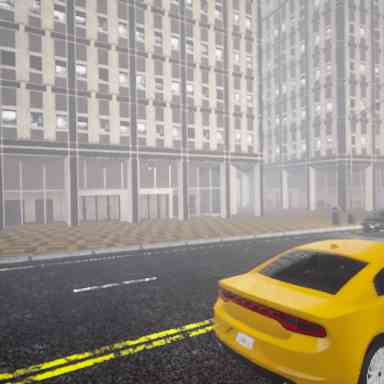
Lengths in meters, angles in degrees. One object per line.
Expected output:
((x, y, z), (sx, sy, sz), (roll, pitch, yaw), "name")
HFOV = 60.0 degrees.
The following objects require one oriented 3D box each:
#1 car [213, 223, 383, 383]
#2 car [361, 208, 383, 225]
((2.642, 1.485, 5.028), (5.008, 1.535, 1.882), (0, 0, -33), "car")
((11.304, 1.524, 18.150), (4.892, 1.490, 1.837), (0, 0, -29), "car")
